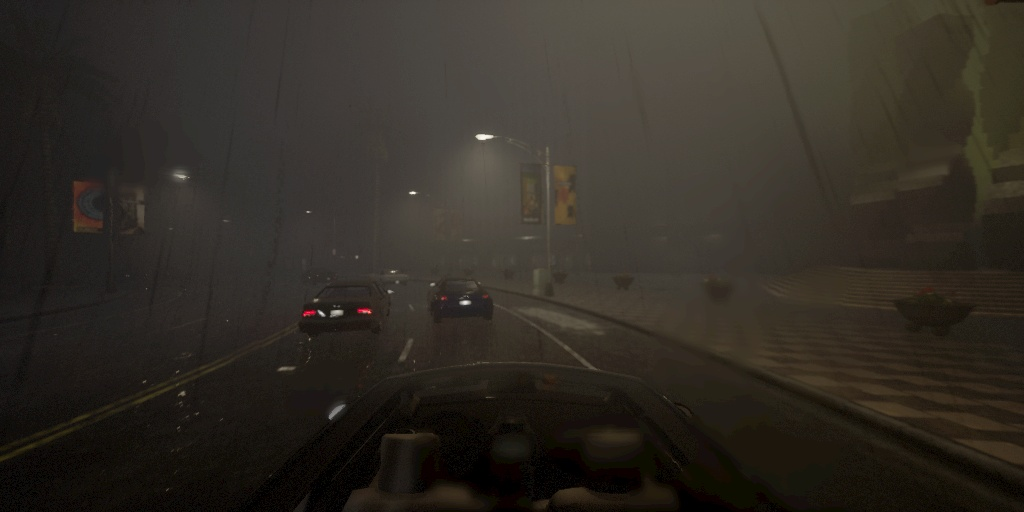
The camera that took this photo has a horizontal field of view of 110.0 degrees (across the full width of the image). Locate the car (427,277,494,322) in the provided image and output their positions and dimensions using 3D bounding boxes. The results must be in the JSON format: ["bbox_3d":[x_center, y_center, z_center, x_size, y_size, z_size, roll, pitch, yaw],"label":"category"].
[{"bbox_3d":[-1.987,1.440,13.032,1.994,1.385,4.181,0,-1,-16],"label":"car"}]

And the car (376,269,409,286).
[{"bbox_3d":[-9.920,1.691,28.456,1.895,1.301,4.718,0,-1,-38],"label":"car"}]

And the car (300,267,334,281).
[{"bbox_3d":[-16.265,1.685,30.198,4.674,1.442,1.812,-1,-1,45],"label":"car"}]

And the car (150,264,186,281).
[{"bbox_3d":[-38.561,1.964,40.313,4.674,1.442,1.812,-1,-1,30],"label":"car"}]

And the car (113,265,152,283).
[{"bbox_3d":[-39.138,1.915,36.620,4.892,1.490,1.837,-1,-1,30],"label":"car"}]

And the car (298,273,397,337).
[{"bbox_3d":[-4.812,1.426,10.965,2.033,1.411,5.357,0,-1,-15],"label":"car"}]
